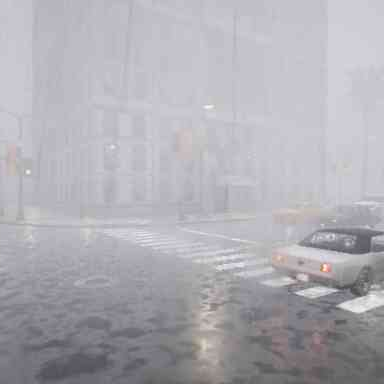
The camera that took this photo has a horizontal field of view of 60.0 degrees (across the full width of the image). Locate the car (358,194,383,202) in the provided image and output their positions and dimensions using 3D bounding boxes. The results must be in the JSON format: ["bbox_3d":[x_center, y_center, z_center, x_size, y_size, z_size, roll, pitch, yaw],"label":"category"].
[{"bbox_3d":[16.314,1.219,29.495,5.566,2.045,2.150,0,0,-34],"label":"car"}]

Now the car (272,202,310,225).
[{"bbox_3d":[7.864,1.476,23.820,5.008,1.535,1.882,0,0,-34],"label":"car"}]

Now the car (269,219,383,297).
[{"bbox_3d":[4.285,1.600,8.593,4.718,1.301,1.895,0,0,-34],"label":"car"}]

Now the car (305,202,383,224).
[{"bbox_3d":[9.809,1.546,20.913,5.357,1.411,2.033,0,0,-34],"label":"car"}]
